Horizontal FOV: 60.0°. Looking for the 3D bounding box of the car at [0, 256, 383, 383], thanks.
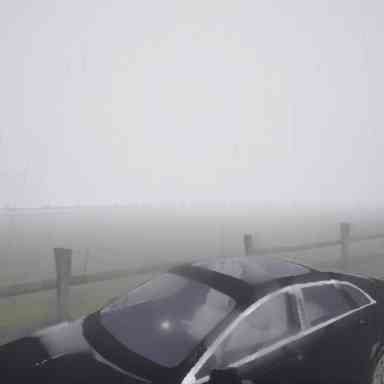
[{"bbox_3d":[0.302,1.498,3.264,4.902,1.511,2.128,0,0,-35],"label":"car"}]
